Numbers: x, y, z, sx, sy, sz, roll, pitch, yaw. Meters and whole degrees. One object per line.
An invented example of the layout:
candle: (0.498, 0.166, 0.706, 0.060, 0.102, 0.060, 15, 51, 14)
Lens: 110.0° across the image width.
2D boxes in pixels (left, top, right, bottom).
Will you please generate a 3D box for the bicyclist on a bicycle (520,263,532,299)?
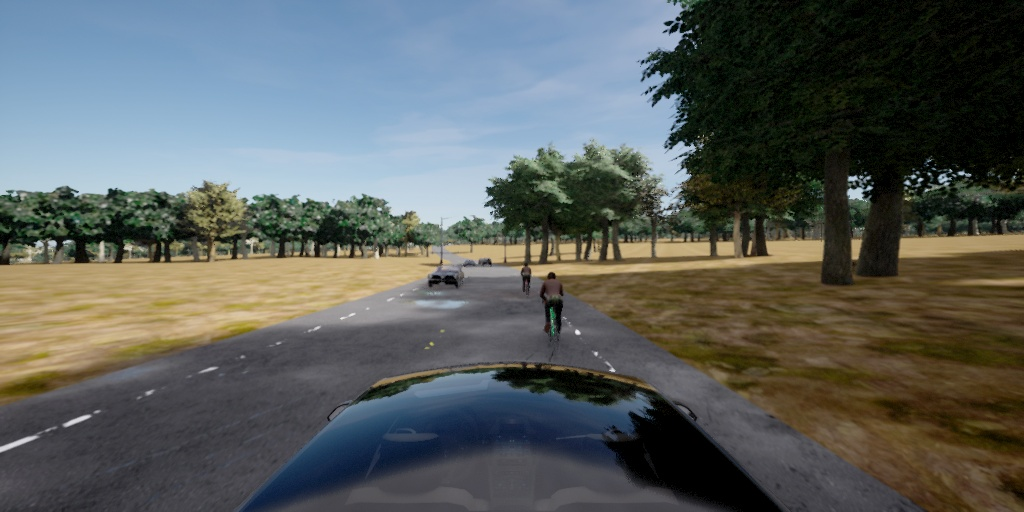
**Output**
bicyclist on a bicycle: (0.684, 1.162, 16.983, 0.582, 1.620, 1.656, 0, 0, -2)

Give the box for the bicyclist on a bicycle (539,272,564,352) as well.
bicyclist on a bicycle: (0.894, 1.183, 7.921, 0.582, 1.620, 1.656, 0, 0, -1)

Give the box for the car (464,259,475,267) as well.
car: (-7.576, 1.247, 64.032, 1.994, 1.385, 4.181, 0, 0, -7)

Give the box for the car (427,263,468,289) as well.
car: (-4.099, 1.296, 22.853, 1.895, 1.301, 4.718, 1, -1, -3)
